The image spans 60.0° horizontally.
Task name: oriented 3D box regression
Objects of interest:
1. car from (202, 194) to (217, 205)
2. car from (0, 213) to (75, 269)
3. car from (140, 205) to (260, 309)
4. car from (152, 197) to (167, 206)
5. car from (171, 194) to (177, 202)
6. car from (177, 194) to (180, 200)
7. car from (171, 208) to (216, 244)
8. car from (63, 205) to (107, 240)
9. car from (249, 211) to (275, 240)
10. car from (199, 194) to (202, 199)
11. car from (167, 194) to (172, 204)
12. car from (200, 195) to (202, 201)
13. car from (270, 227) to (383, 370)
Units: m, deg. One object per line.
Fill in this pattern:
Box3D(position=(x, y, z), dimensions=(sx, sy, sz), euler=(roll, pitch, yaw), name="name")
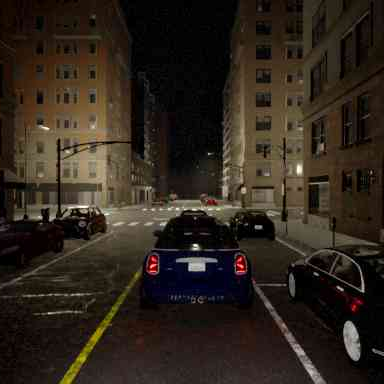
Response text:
Box3D(position=(3.034, 1.476, 53.628), dimensions=(1.967, 1.590, 4.097), euler=(0, 0, 0), name="car")
Box3D(position=(-5.641, 1.582, 11.061), dimensions=(1.802, 1.307, 4.206), euler=(0, 0, 0), name="car")
Box3D(position=(0.099, 1.352, 8.027), dimensions=(2.097, 1.767, 4.553), euler=(0, 0, 0), name="car")
Box3D(position=(-5.490, 1.617, 53.665), dimensions=(1.802, 1.307, 4.206), euler=(0, 0, 0), name="car")
Box3D(position=(-5.368, 1.625, 80.537), dimensions=(1.752, 1.417, 4.829), euler=(0, 0, 0), name="car")
Box3D(position=(-5.319, 1.456, 91.525), dimensions=(2.192, 1.841, 5.009), euler=(0, 0, 0), name="car")
Box3D(position=(0.089, 1.565, 16.609), dimensions=(1.994, 1.385, 4.181), euler=(0, 0, 1), name="car")
Box3D(position=(-5.626, 1.441, 16.562), dimensions=(1.967, 1.590, 4.097), euler=(0, 0, 0), name="car")
Box3D(position=(2.899, 1.566, 16.538), dimensions=(1.947, 1.339, 4.313), euler=(0, 0, 0), name="car")
Box3D(position=(3.133, 1.523, 75.264), dimensions=(1.967, 1.590, 4.097), euler=(0, 0, 0), name="car")
Box3D(position=(-5.440, 1.606, 64.481), dimensions=(2.008, 1.369, 4.403), euler=(0, 0, 0), name="car")
Box3D(position=(3.084, 1.606, 64.446), dimensions=(2.008, 1.369, 4.403), euler=(0, 0, 0), name="car")
Box3D(position=(2.869, 1.551, 5.536), dimensions=(2.008, 1.369, 4.403), euler=(0, 0, 0), name="car")
